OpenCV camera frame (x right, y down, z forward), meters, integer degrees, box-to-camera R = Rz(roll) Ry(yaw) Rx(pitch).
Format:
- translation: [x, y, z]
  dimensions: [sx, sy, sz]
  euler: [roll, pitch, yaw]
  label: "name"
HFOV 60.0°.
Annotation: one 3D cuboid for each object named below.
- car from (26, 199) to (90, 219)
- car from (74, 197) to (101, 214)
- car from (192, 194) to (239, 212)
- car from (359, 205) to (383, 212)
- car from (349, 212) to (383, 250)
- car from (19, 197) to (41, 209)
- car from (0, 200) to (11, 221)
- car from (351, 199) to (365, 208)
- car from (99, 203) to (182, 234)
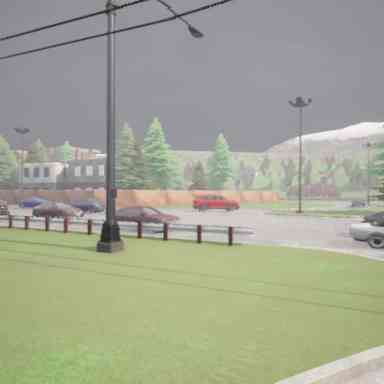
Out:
- translation: [-11.054, 1.538, 27.365]
  dimensions: [4.674, 1.442, 1.812]
  euler: [0, 0, 27]
  label: "car"
- translation: [-10.832, 1.380, 35.078]
  dimensions: [4.553, 1.767, 2.097]
  euler: [0, 0, 27]
  label: "car"
- translation: [2.743, 1.303, 39.093]
  dimensions: [5.566, 2.045, 2.150]
  euler: [0, 1, -6]
  label: "car"
- translation: [11.054, 1.573, 16.342]
  dimensions: [4.892, 1.490, 1.837]
  euler: [0, 0, 27]
  label: "car"
- translation: [8.992, 1.655, 13.459]
  dimensions: [4.718, 1.301, 1.895]
  euler: [0, 0, 26]
  label: "car"
- translation: [-20.635, 1.489, 43.963]
  dimensions: [5.008, 1.535, 1.882]
  euler: [0, 0, 25]
  label: "car"
- translation: [-16.648, 1.539, 26.245]
  dimensions: [5.357, 1.411, 2.033]
  euler: [0, 0, 26]
  label: "car"
- translation: [26.109, 1.732, 52.332]
  dimensions: [2.033, 1.411, 5.357]
  euler: [0, 0, 27]
  label: "car"
- translation: [-2.855, 1.551, 19.375]
  dimensions: [4.674, 1.442, 1.812]
  euler: [0, 0, 26]
  label: "car"
